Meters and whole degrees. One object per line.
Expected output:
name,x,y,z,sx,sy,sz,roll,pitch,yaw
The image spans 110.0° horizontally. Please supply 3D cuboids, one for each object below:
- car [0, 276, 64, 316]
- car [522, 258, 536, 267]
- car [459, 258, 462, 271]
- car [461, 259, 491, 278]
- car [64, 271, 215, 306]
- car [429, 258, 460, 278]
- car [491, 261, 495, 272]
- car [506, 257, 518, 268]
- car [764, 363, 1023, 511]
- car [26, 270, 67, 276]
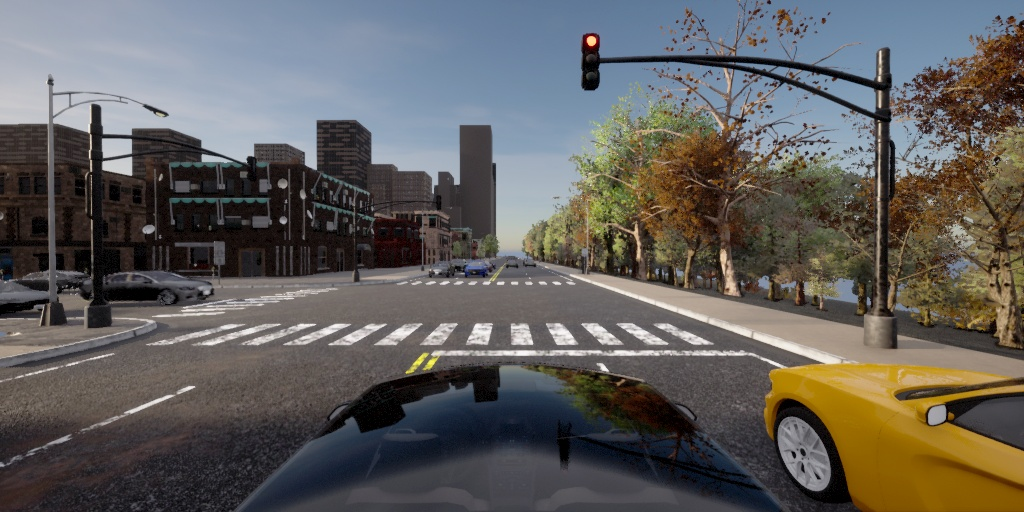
car,-19.961,1.564,13.498,4.313,1.339,1.948,0,0,0
car,3.266,1.290,64.501,1.994,1.385,4.181,0,0,1
car,-6.641,1.087,44.179,2.097,1.767,4.553,0,0,0
car,-3.381,1.217,34.697,1.882,1.535,5.008,0,0,0
car,-16.389,1.421,16.288,4.902,1.511,2.128,-1,1,-2
car,-6.630,1.231,34.305,2.128,1.511,4.902,0,0,0
car,-3.388,1.261,44.093,1.812,1.442,4.674,0,0,0
car,0.028,1.291,60.882,1.994,1.385,4.181,0,0,0
car,3.351,1.228,1.397,1.882,1.535,5.008,0,0,0
car,-28.305,1.559,22.000,4.403,1.370,2.007,0,0,0
